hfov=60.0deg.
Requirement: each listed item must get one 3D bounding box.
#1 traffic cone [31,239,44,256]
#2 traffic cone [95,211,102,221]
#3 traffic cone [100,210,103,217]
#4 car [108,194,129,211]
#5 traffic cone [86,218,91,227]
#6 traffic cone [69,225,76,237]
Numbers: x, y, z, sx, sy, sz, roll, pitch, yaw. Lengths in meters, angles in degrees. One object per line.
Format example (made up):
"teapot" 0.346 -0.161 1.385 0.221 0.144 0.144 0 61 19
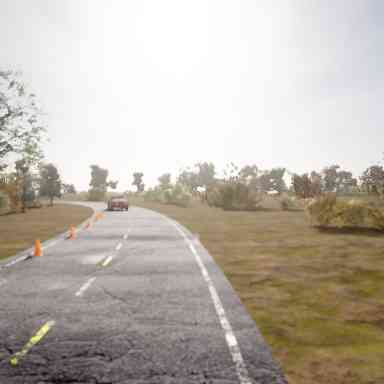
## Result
"traffic cone" -5.563 1.985 11.999 0.340 0.580 0.340 0 0 -5
"traffic cone" -7.613 2.017 26.579 0.340 0.580 0.340 0 0 -11
"traffic cone" -8.619 2.030 31.384 0.340 0.580 0.340 0 0 -13
"car" -9.606 1.337 43.243 2.150 2.045 5.566 0 -1 -20
"traffic cone" -6.767 2.004 21.743 0.340 0.580 0.340 0 0 -9
"traffic cone" -6.084 1.994 16.881 0.340 0.580 0.340 0 0 -7
